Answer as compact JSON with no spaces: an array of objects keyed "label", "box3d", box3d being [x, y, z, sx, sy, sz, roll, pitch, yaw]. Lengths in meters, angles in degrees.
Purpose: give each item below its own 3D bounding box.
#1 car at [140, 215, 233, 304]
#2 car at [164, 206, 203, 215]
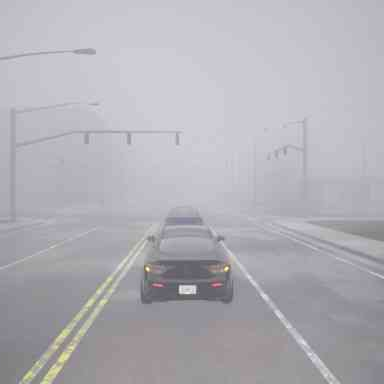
[{"label":"car","box3d":[-0.141,1.526,8.065,1.812,1.442,4.674,0,0,-2]},{"label":"car","box3d":[-0.438,1.478,17.614,1.882,1.535,5.008,0,0,-2]}]
